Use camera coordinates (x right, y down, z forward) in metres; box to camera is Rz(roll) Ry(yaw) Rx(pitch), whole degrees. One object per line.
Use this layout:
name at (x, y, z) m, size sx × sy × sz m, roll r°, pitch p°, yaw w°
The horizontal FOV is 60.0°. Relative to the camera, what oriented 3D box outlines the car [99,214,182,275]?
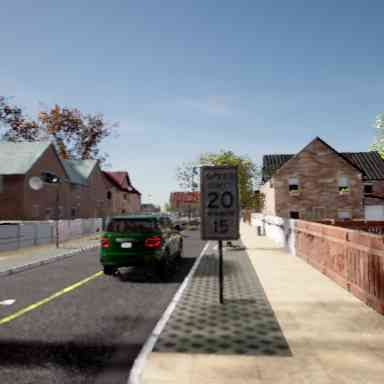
car at (-1.757, 1.893, 13.004) m, size 2.150 × 2.045 × 5.566 m, roll -1°, pitch -3°, yaw 6°
